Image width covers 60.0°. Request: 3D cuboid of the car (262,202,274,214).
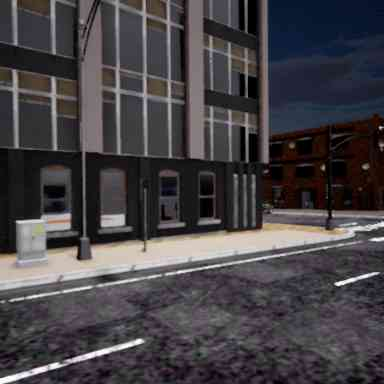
[{"bbox_3d":[7.775,1.904,39.912,2.008,1.369,4.403,-2,0,-37],"label":"car"}]
